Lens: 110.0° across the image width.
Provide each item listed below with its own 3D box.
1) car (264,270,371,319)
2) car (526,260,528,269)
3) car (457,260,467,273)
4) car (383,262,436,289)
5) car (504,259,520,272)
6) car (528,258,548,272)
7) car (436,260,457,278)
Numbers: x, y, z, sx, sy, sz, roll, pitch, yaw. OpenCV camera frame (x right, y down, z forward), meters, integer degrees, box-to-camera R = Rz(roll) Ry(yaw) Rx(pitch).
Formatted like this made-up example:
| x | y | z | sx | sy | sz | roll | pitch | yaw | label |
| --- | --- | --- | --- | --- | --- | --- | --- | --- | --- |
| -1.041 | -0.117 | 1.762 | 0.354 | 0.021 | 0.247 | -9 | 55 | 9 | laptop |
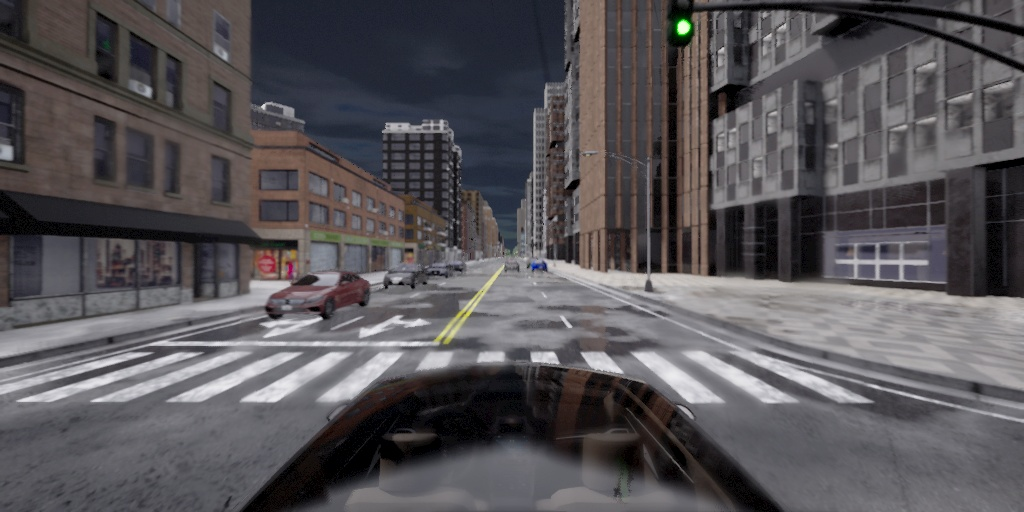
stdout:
| x | y | z | sx | sy | sz | roll | pitch | yaw | label |
| --- | --- | --- | --- | --- | --- | --- | --- | --- | --- |
| -6.597 | 1.261 | 12.833 | 1.812 | 1.442 | 4.674 | 0 | 0 | 0 | car |
| 3.253 | 1.018 | 54.572 | 2.097 | 1.767 | 4.553 | 0 | 0 | 0 | car |
| -6.498 | 1.236 | 43.028 | 2.033 | 1.411 | 5.357 | 0 | 0 | 0 | car |
| -6.590 | 1.213 | 22.794 | 2.128 | 1.511 | 4.902 | 0 | 0 | 0 | car |
| 0.011 | 1.179 | 43.785 | 2.128 | 1.511 | 4.902 | 0 | 0 | 0 | car |
| 3.351 | 1.164 | 44.430 | 1.882 | 1.535 | 5.008 | 0 | 0 | 0 | car |
| -6.562 | 1.271 | 32.756 | 1.994 | 1.385 | 4.181 | 0 | 0 | 0 | car |
